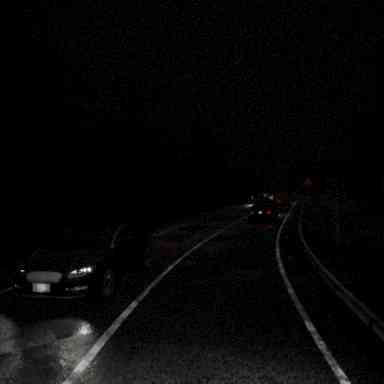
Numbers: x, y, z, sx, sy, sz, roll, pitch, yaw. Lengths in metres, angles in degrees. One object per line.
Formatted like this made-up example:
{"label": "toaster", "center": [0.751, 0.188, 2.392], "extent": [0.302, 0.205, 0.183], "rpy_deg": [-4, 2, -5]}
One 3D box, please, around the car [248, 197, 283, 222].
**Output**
{"label": "car", "center": [5.449, 1.380, 25.042], "extent": [2.033, 1.411, 5.357], "rpy_deg": [-1, 1, 18]}

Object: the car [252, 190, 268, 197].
{"label": "car", "center": [9.902, 0.363, 48.270], "extent": [2.097, 1.767, 4.553], "rpy_deg": [-1, 1, 19]}

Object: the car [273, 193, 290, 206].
{"label": "car", "center": [11.154, 0.811, 41.636], "extent": [1.882, 1.535, 5.008], "rpy_deg": [-2, 2, 19]}

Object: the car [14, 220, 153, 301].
{"label": "car", "center": [-2.406, 1.518, 8.576], "extent": [2.128, 1.511, 4.902], "rpy_deg": [0, 0, 9]}
